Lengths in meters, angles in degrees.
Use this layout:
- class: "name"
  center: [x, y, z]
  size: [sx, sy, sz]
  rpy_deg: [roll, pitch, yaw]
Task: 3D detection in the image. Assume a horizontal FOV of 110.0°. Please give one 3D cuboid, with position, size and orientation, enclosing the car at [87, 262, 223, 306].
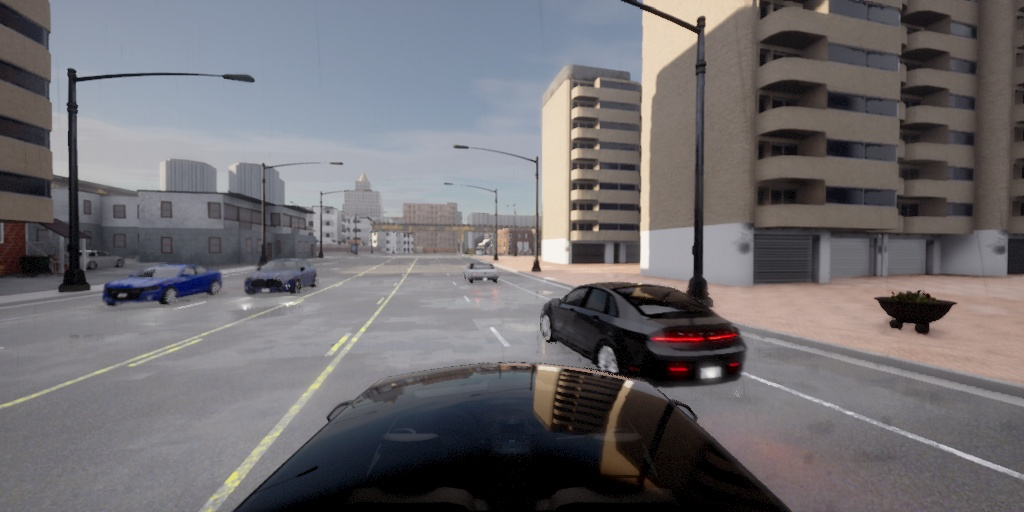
- class: "car"
  center: [-14.549, 1.106, 15.296]
  size: [1.882, 1.535, 5.008]
  rpy_deg: [0, 1, -13]

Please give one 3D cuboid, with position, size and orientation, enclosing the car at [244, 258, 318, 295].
- class: "car"
  center: [-11.707, 0.938, 18.490]
  size: [2.097, 1.767, 4.553]
  rpy_deg: [0, 1, -13]

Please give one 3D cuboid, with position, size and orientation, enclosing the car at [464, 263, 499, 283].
- class: "car"
  center: [-2.241, 1.105, 24.946]
  size: [1.895, 1.301, 4.718]
  rpy_deg: [0, 1, -13]

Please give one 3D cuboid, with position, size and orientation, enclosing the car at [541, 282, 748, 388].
- class: "car"
  center: [2.011, 1.254, 6.987]
  size: [1.837, 1.490, 4.892]
  rpy_deg: [0, 0, -13]
